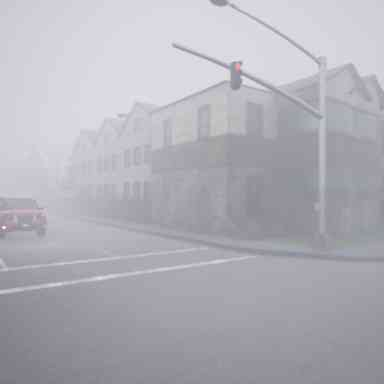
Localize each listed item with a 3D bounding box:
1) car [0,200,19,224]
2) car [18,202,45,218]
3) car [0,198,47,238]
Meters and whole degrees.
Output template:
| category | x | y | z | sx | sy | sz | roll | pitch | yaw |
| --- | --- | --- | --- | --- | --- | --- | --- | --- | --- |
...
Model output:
| category | x | y | z | sx | sy | sz | roll | pitch | yaw |
| --- | --- | --- | --- | --- | --- | --- | --- | --- | --- |
| car | -15.639 | 1.564 | 27.042 | 2.097 | 1.767 | 4.553 | 1 | -1 | -35 |
| car | -17.232 | 1.849 | 35.652 | 1.837 | 1.490 | 4.892 | 1 | -1 | -35 |
| car | -9.893 | 1.340 | 18.907 | 2.150 | 2.045 | 5.566 | 1 | -1 | -35 |
